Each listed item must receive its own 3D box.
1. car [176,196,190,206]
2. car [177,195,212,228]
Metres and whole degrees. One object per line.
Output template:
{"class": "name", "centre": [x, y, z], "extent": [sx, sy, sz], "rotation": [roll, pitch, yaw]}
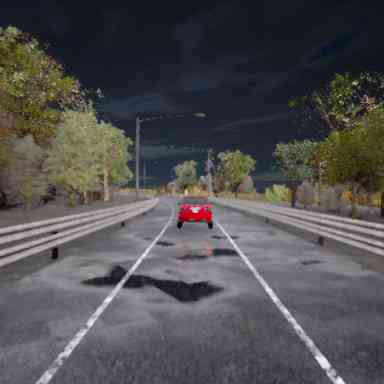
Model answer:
{"class": "car", "centre": [-1.478, 1.452, 54.853], "extent": [1.882, 1.535, 5.008], "rotation": [1, 0, -6]}
{"class": "car", "centre": [0.187, 1.231, 22.649], "extent": [2.150, 2.045, 5.566], "rotation": [1, 0, 0]}
